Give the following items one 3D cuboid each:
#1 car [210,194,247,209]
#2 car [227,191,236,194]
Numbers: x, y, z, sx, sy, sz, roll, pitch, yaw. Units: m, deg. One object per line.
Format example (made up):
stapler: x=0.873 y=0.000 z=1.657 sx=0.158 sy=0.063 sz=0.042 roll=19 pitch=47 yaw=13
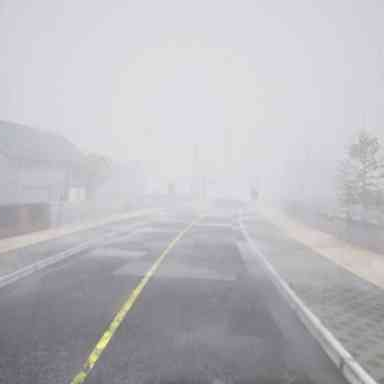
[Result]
car: x=4.919 y=1.421 z=44.534 sx=4.902 sy=1.511 sz=2.128 roll=0 pitch=0 yaw=11
car: x=11.226 y=0.659 z=93.542 sx=2.150 sy=2.045 sz=5.566 roll=0 pitch=0 yaw=10
